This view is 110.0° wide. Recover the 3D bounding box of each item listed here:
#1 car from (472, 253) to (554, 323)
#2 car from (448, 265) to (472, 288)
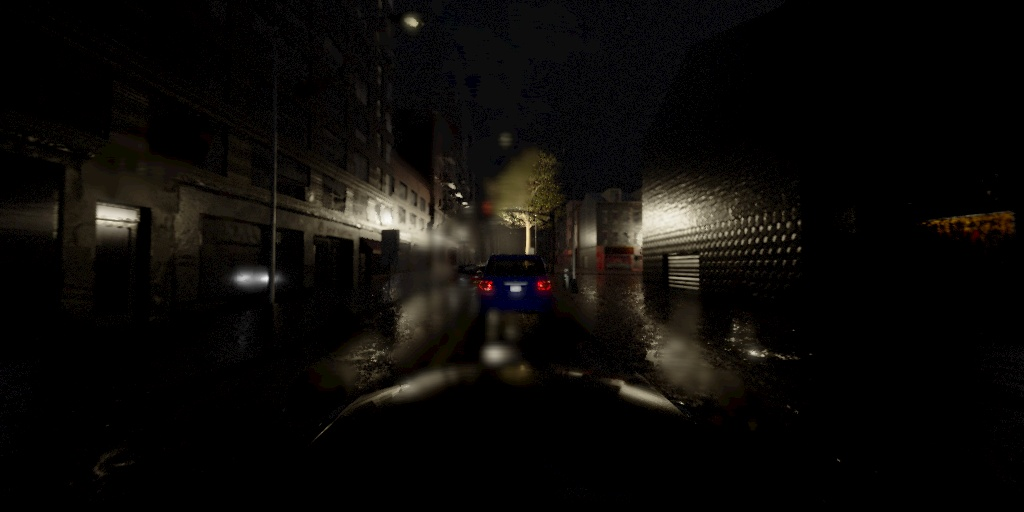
[{"bbox_3d":[0.103,0.935,12.067,2.150,2.045,5.566,0,0,0],"label":"car"},{"bbox_3d":[-2.747,1.230,22.539,1.994,1.385,4.181,0,0,0],"label":"car"}]
